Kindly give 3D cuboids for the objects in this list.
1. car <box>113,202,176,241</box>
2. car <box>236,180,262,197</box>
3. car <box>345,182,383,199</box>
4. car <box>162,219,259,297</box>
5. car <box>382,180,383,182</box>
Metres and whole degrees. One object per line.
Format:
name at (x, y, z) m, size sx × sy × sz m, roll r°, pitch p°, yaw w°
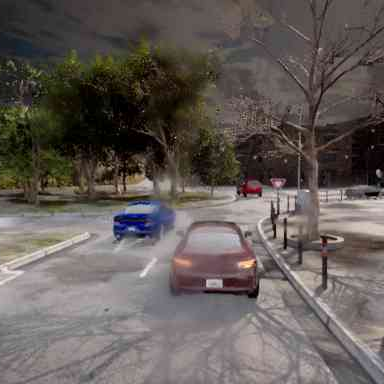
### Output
car at (-2.002, 1.184, 15.268) m, size 1.882 × 1.535 × 5.008 m, roll 0°, pitch 2°, yaw 7°
car at (7.149, -0.509, 42.067) m, size 2.150 × 2.045 × 5.566 m, roll 0°, pitch 3°, yaw -5°
car at (19.555, -0.017, 37.566) m, size 4.902 × 1.511 × 2.128 m, roll -2°, pitch 4°, yaw -25°
car at (0.544, 1.435, 8.281) m, size 1.812 × 1.442 × 4.674 m, roll 0°, pitch 1°, yaw 4°
car at (35.115, -1.558, 59.366) m, size 2.185 × 1.767 × 4.553 m, roll -1°, pitch 4°, yaw -15°
